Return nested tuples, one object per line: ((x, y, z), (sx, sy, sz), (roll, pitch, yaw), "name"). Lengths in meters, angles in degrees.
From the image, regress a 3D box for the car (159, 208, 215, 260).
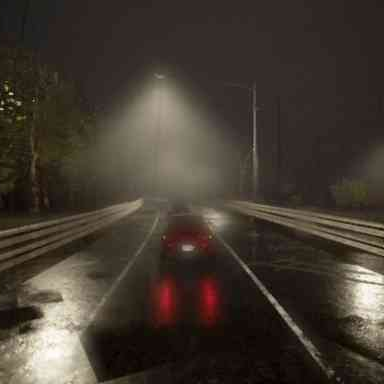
((-0.210, 1.525, 12.395), (1.812, 1.442, 4.674), (0, 0, -2), "car")

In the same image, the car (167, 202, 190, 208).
((-1.096, 1.519, 27.641), (1.812, 1.442, 4.674), (0, 0, -4), "car")
